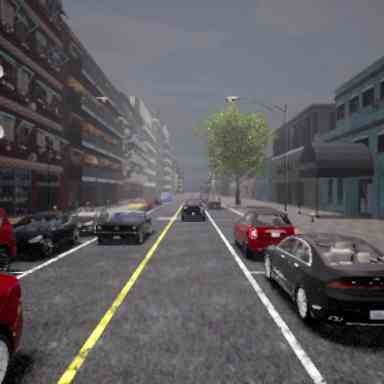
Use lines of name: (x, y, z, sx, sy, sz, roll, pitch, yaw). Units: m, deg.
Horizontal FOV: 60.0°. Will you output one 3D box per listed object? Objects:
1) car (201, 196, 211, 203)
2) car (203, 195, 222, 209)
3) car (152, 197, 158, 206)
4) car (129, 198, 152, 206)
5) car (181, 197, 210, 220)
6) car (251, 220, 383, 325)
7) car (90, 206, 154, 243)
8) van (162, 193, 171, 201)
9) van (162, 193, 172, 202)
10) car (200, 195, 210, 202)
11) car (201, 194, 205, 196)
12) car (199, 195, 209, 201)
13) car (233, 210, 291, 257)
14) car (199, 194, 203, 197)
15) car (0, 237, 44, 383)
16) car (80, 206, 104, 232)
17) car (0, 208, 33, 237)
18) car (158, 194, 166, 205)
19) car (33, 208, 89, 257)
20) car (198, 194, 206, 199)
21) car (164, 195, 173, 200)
car: (2.711, 1.377, 63.926, 1.802, 1.307, 4.206, 0, 0, 0)
car: (2.704, 1.405, 41.141, 2.008, 1.369, 4.403, 0, 0, 0)
car: (-5.677, 1.399, 41.146, 1.887, 1.381, 4.507, 0, 0, 0)
car: (-5.680, 1.399, 35.279, 1.752, 1.417, 4.829, 0, 0, 0)
car: (0.108, 1.392, 27.185, 2.128, 1.511, 4.902, 0, 0, 0)
car: (2.691, 1.522, 6.960, 2.008, 1.369, 4.403, 0, 0, 0)
car: (-3.058, 1.540, 15.751, 1.895, 1.301, 4.718, 0, 0, 0)
van: (-5.666, 1.113, 75.326, 1.690, 1.788, 3.998, 0, 0, 0)
van: (-5.669, 1.124, 69.630, 1.690, 1.788, 3.998, 0, 0, 0)
car: (2.713, 1.328, 69.624, 1.887, 1.381, 4.507, 0, 0, 0)
car: (2.707, 1.367, 52.533, 1.887, 1.381, 4.507, 0, 0, 0)
car: (2.715, 1.338, 75.320, 1.947, 1.339, 4.313, 0, 0, 0)
car: (2.693, 1.390, 12.657, 1.967, 1.590, 4.097, 0, 0, 0)
car: (0.118, 1.405, 45.910, 1.994, 1.385, 4.181, 0, 0, 0)
car: (-3.065, 1.469, 2.133, 1.882, 1.535, 5.008, 0, 1, 1)
car: (-5.685, 1.481, 18.358, 2.008, 1.369, 4.403, 0, 0, 0)
car: (-5.690, 1.287, 6.964, 2.192, 1.841, 5.009, 0, 0, 0)
car: (-5.673, 1.388, 52.539, 1.947, 1.339, 4.313, 0, 0, 0)
car: (-5.687, 1.516, 12.662, 1.947, 1.339, 4.313, 0, 0, 0)
car: (2.721, 1.307, 92.410, 1.947, 1.339, 4.313, 0, 0, 0)
car: (-5.663, 1.343, 81.024, 1.802, 1.307, 4.206, 0, 0, 0)
